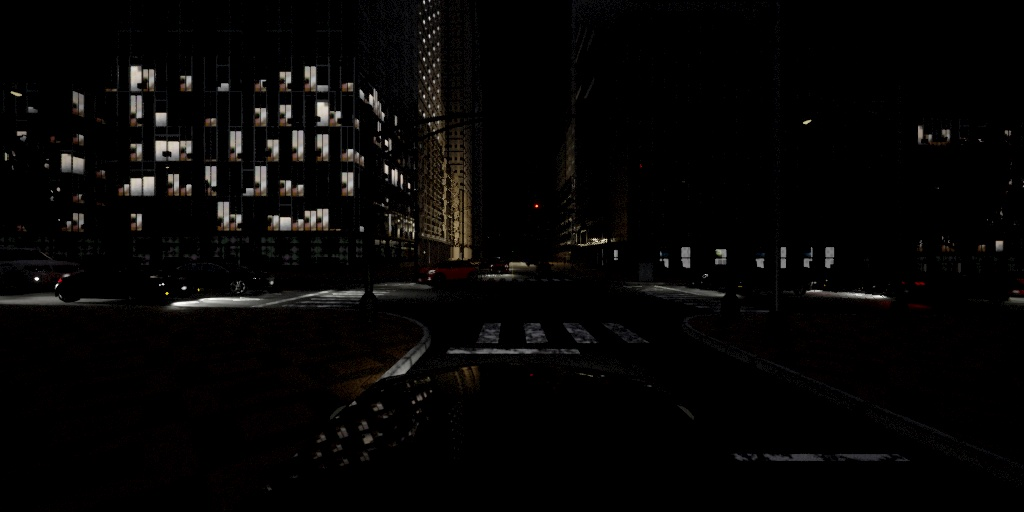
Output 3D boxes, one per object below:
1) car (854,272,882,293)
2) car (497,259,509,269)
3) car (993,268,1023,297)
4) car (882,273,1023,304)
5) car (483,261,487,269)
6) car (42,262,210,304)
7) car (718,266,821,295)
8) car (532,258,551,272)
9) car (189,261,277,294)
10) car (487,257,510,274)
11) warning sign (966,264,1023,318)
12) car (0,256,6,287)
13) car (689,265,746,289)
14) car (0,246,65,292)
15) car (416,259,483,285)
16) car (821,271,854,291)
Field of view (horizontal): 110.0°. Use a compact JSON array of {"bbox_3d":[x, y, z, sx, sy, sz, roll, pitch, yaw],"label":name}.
[{"bbox_3d":[24.730,1.782,22.618,4.181,1.385,1.994,1,0,-3],"label":"car"},{"bbox_3d":[-1.400,1.283,57.621,1.812,1.442,4.674,0,0,0],"label":"car"},{"bbox_3d":[34.493,1.745,23.032,4.553,1.767,2.097,1,0,-2],"label":"car"},{"bbox_3d":[23.343,1.687,19.097,4.902,1.511,2.128,1,0,-3],"label":"car"},{"bbox_3d":[-3.869,1.343,52.199,1.802,1.307,4.207,0,0,0],"label":"car"},{"bbox_3d":[-15.040,1.063,14.191,4.181,1.385,1.994,1,0,-2],"label":"car"},{"bbox_3d":[15.862,1.564,22.244,4.892,1.490,1.837,1,0,-4],"label":"car"},{"bbox_3d":[4.067,1.329,46.681,1.948,1.339,4.313,0,0,0],"label":"car"},{"bbox_3d":[-14.241,1.004,17.486,4.902,1.511,2.128,1,0,-3],"label":"car"},{"bbox_3d":[-1.391,1.118,41.512,2.097,1.767,4.553,0,0,0],"label":"car"},{"bbox_3d":[17.309,1.204,12.837,1.060,1.860,1.300,0,0,-2],"label":"warning sign"},{"bbox_3d":[-23.687,0.832,13.820,4.902,1.511,2.128,1,0,-3],"label":"car"},{"bbox_3d":[15.071,1.396,25.452,4.553,1.767,2.097,1,0,-3],"label":"car"},{"bbox_3d":[-24.081,0.553,17.051,5.566,2.045,2.150,1,0,-2],"label":"car"},{"bbox_3d":[-4.767,1.105,26.366,2.097,1.767,4.553,1,0,43],"label":"car"},{"bbox_3d":[23.694,1.763,25.841,4.181,1.385,1.994,1,0,-5],"label":"car"}]
